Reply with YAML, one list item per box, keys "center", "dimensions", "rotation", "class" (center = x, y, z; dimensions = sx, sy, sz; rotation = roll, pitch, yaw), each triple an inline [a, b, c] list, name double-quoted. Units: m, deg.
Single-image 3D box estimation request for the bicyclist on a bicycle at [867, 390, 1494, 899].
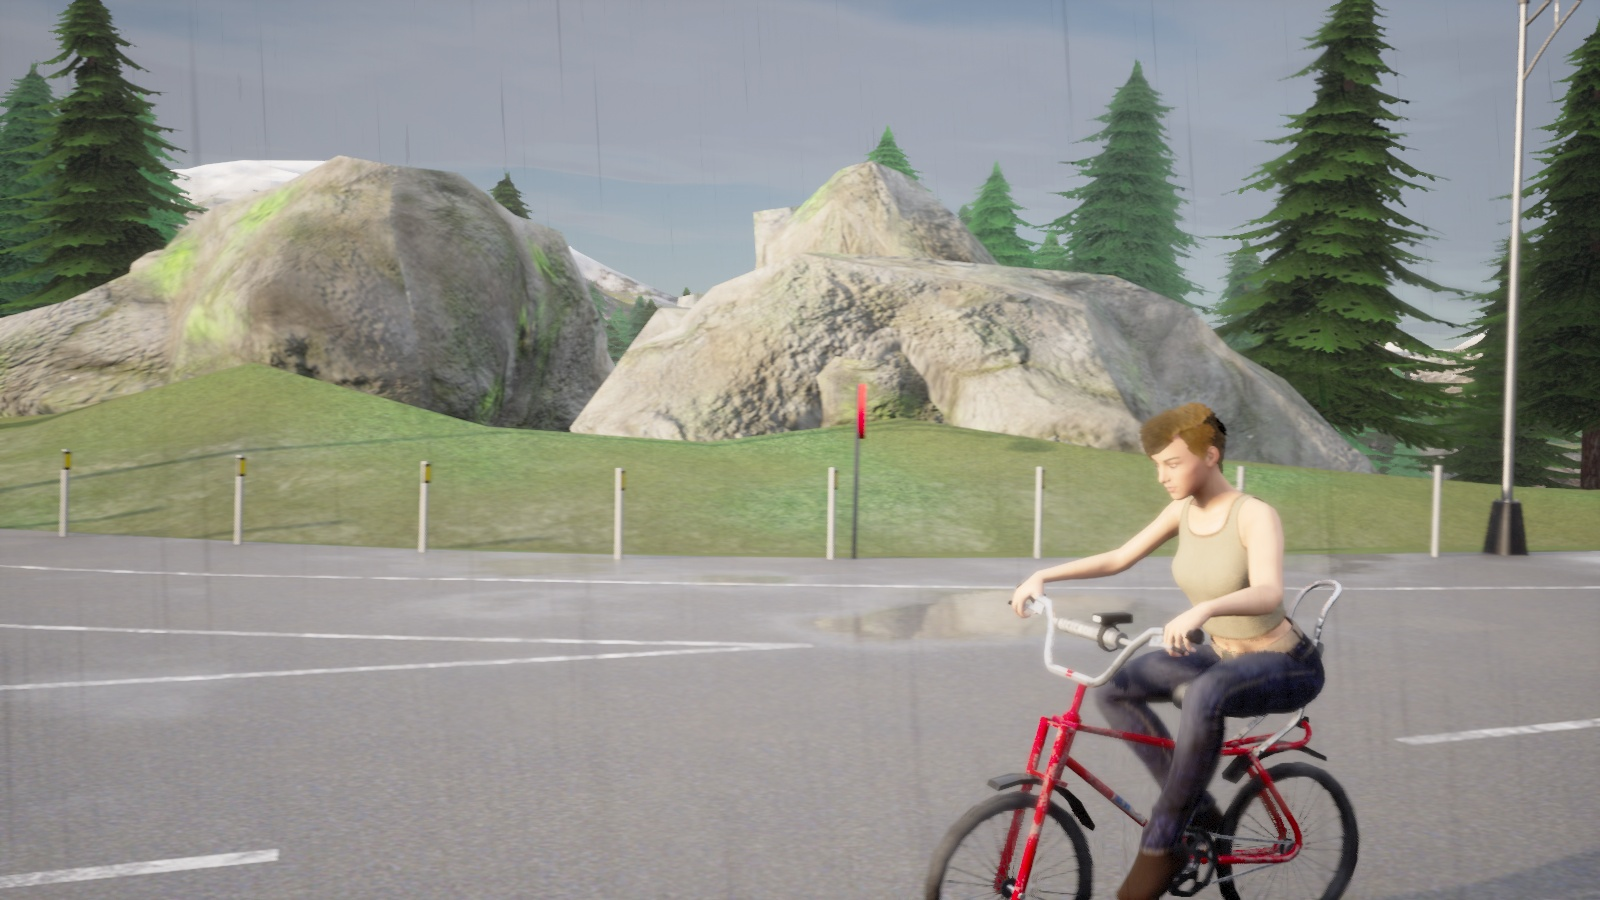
- center: [1.069, 0.647, 3.637]
  dimensions: [1.509, 1.612, 0.866]
  rotation: [-1, 2, -20]
  class: "bicyclist on a bicycle"
